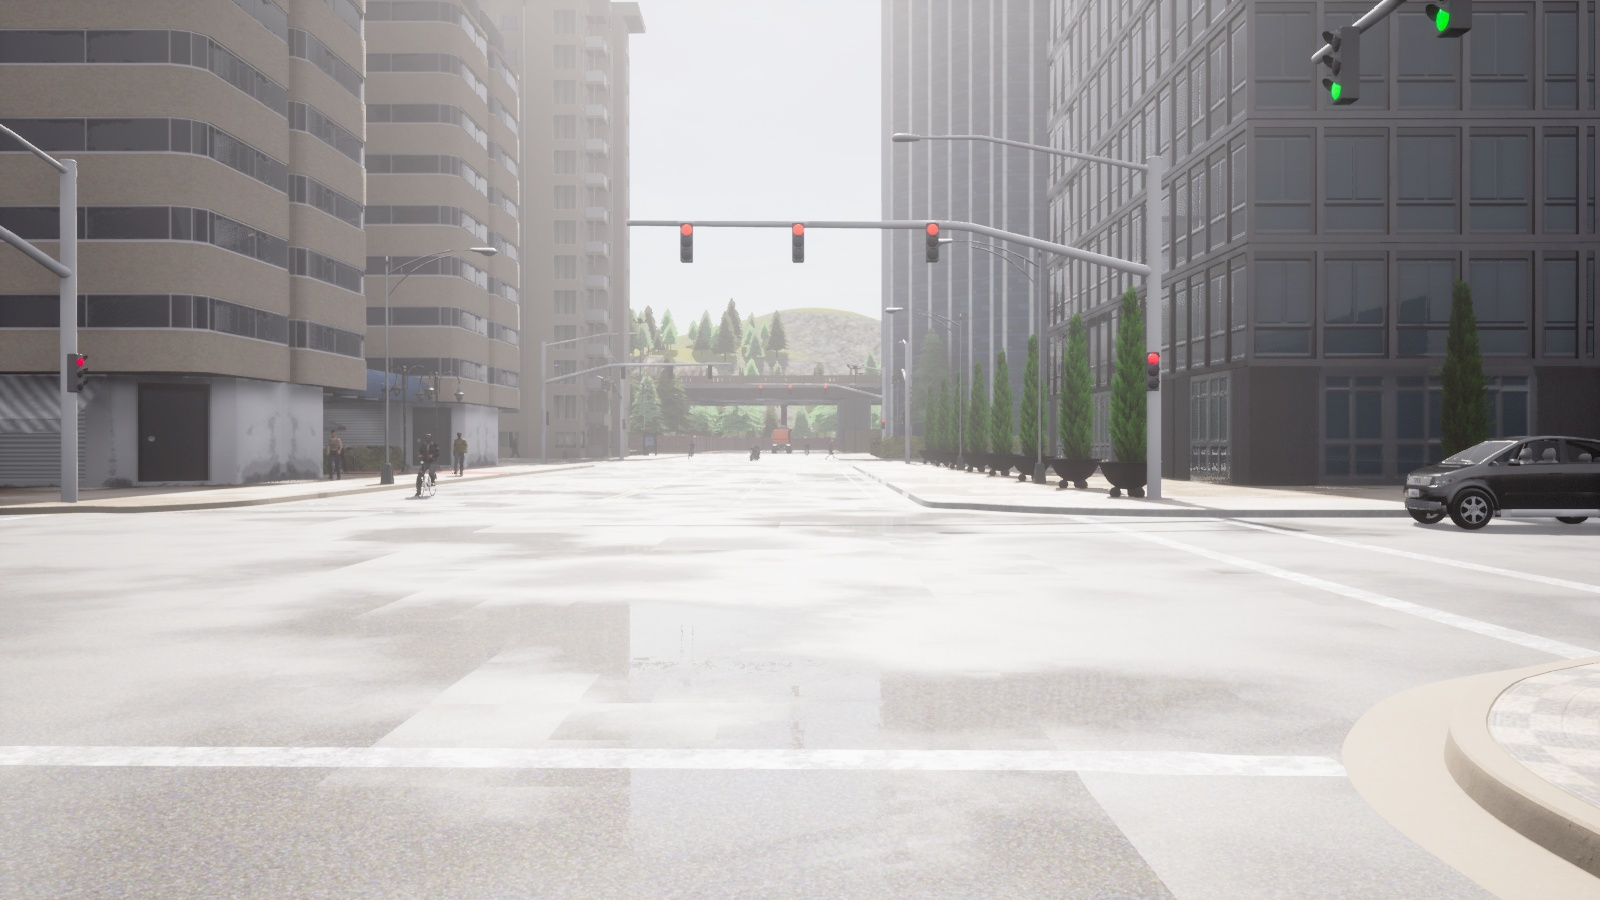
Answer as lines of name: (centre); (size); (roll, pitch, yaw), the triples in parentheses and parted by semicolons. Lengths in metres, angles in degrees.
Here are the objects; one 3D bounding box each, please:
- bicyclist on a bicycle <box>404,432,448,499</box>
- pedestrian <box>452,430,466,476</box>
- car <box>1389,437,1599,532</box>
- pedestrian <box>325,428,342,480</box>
bicyclist on a bicycle: (-10.291, 0.413, 34.589); (0.659, 1.776, 1.843); (0, 0, 0)
pedestrian: (-13.722, 0.103, 50.479); (0.370, 1.835, 0.726); (0, 0, 0)
car: (12.269, 0.559, 21.319); (3.705, 1.549, 1.789); (0, 0, 1)
pedestrian: (-16.799, 0.136, 45.246); (0.345, 1.836, 0.594); (0, 0, 3)
